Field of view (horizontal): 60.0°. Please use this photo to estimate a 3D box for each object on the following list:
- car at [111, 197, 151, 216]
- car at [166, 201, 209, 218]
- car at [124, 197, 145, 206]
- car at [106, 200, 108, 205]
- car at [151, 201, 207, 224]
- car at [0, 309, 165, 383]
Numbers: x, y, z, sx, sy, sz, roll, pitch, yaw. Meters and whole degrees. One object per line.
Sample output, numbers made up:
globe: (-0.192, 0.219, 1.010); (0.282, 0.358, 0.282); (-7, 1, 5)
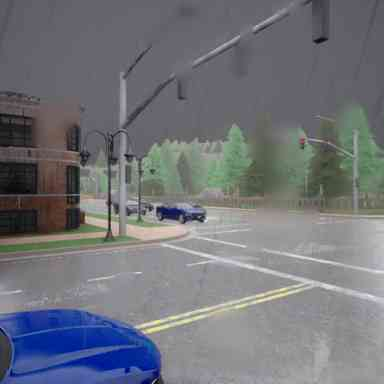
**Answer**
car: (-6.195, 1.526, 32.833); (1.812, 1.442, 4.674); (0, 0, -35)
car: (-0.491, 1.564, 30.776); (1.994, 1.385, 4.181); (0, 0, -35)
car: (-9.828, 1.526, 56.668); (1.812, 1.442, 4.674); (0, 0, -35)
car: (-12.626, 1.564, 54.562); (1.994, 1.385, 4.181); (0, 0, -35)
car: (-0.919, 1.478, 25.274); (1.882, 1.535, 5.008); (0, 0, -35)
car: (-2.501, 1.478, 1.957); (5.008, 1.535, 1.882); (0, 0, -36)
